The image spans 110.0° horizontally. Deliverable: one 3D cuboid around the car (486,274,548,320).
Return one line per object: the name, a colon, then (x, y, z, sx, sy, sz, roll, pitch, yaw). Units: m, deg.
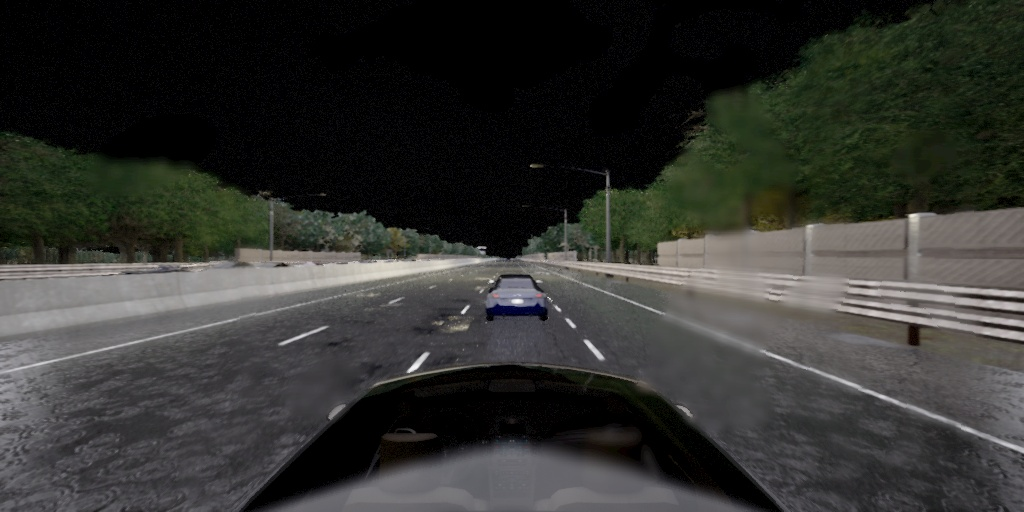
car: (0.130, 1.323, 12.701, 1.994, 1.385, 4.181, 0, 0, -1)

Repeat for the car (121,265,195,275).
car: (-28.090, 1.412, 28.710, 1.895, 1.301, 4.718, 0, 0, 0)

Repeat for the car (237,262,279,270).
car: (-21.084, 1.326, 31.413, 1.837, 1.490, 4.892, 0, 0, 0)

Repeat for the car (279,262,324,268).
car: (-17.585, 1.346, 31.056, 1.812, 1.442, 4.674, 0, 0, 0)

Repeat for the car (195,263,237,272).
car: (-24.583, 1.327, 31.502, 1.837, 1.490, 4.892, 0, 0, 0)
